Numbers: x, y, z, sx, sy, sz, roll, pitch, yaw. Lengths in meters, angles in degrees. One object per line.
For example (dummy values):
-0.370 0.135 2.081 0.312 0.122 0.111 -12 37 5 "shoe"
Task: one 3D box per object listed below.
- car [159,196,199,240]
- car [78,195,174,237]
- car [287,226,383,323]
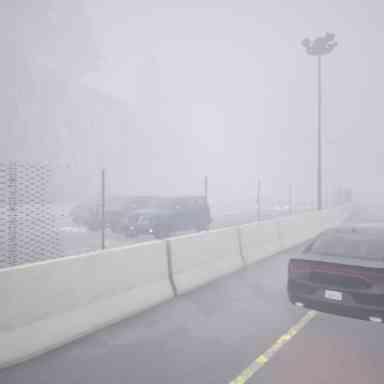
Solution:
-1.095 1.207 16.841 2.150 2.045 5.566 0 0 34 "car"
-3.599 1.198 19.379 2.150 2.045 5.566 0 0 34 "car"
3.696 1.482 7.265 1.882 1.535 5.008 0 0 36 "car"
